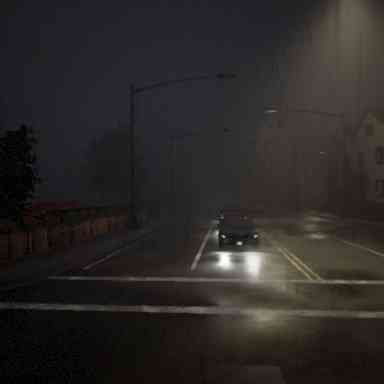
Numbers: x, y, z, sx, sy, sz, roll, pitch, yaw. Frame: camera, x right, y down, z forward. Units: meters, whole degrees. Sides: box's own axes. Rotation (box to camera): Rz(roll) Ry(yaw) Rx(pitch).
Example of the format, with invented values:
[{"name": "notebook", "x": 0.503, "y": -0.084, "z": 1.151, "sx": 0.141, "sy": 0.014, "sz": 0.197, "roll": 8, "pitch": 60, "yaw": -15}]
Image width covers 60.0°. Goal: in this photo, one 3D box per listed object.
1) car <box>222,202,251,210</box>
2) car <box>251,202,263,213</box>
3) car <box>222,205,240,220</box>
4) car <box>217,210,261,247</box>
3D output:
[{"name": "car", "x": 3.235, "y": 1.832, "z": 26.266, "sx": 2.097, "sy": 1.767, "sz": 4.553, "roll": -1, "pitch": -1, "yaw": 6}, {"name": "car", "x": 9.326, "y": 2.216, "z": 50.004, "sx": 2.097, "sy": 1.767, "sz": 4.553, "roll": -1, "pitch": -1, "yaw": 6}, {"name": "car", "x": 4.238, "y": 2.185, "z": 36.101, "sx": 1.812, "sy": 1.442, "sz": 4.674, "roll": -1, "pitch": -1, "yaw": 6}, {"name": "car", "x": 2.292, "y": 1.855, "z": 16.847, "sx": 2.033, "sy": 1.411, "sz": 5.357, "roll": -1, "pitch": -1, "yaw": 6}]
